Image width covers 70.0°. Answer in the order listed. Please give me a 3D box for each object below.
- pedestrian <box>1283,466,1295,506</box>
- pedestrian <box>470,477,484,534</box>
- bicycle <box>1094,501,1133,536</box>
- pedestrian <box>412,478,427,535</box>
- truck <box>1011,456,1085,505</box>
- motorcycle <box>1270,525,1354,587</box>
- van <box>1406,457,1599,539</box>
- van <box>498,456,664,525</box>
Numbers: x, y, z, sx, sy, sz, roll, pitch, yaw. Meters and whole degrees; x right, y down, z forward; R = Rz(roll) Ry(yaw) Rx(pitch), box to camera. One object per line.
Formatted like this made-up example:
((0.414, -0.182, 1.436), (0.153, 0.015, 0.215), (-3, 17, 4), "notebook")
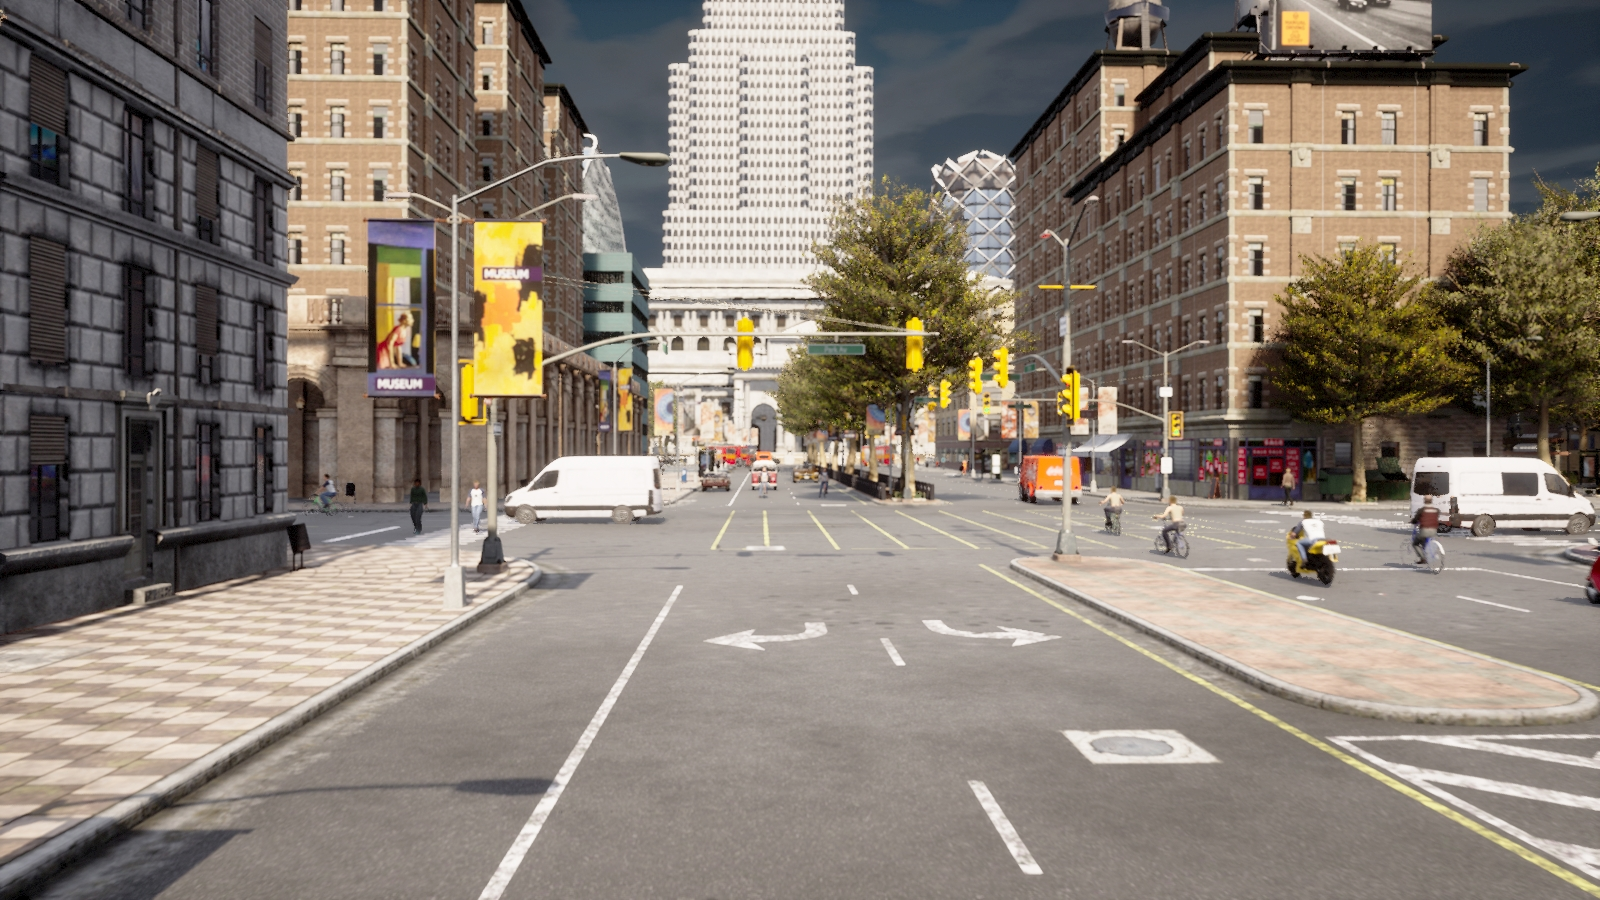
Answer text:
((22.900, 1.694, 53.524), (0.375, 1.860, 0.375), (0, 0, 0), "pedestrian")
((-10.699, 1.841, 37.855), (0.375, 1.860, 0.375), (0, 0, -4), "pedestrian")
((10.329, 2.253, 37.718), (0.859, 1.080, 1.487), (0, 0, -2), "bicycle")
((-12.483, 1.840, 37.455), (0.375, 1.860, 0.375), (0, 0, -2), "pedestrian")
((13.112, 1.562, 60.796), (2.627, 2.467, 5.204), (0, 0, -2), "truck")
((10.775, 2.211, 24.123), (0.803, 1.145, 2.033), (0, 0, -2), "motorcycle")
((23.338, 1.534, 37.789), (5.915, 2.561, 1.988), (0, -1, -13), "van")
((-8.302, 1.526, 43.673), (5.915, 2.561, 1.988), (0, 0, 3), "van")
